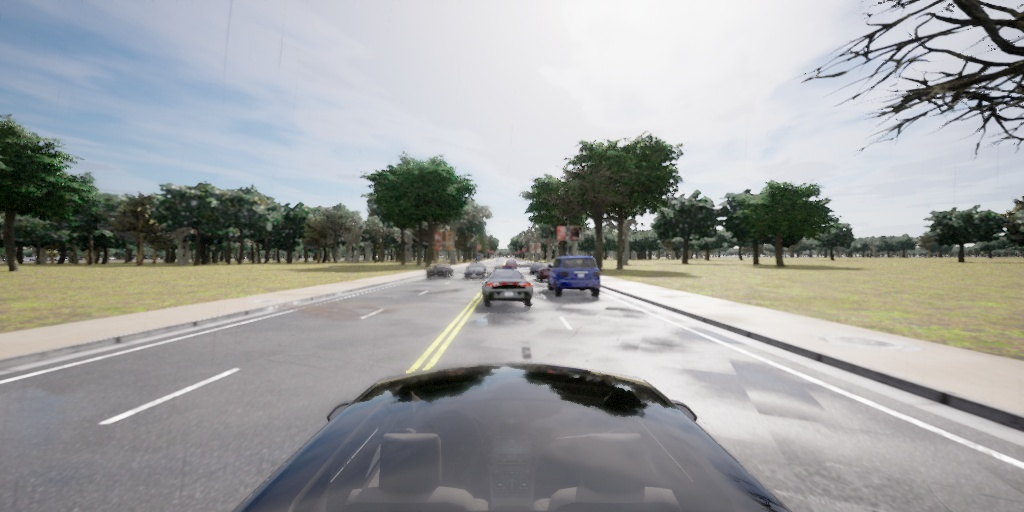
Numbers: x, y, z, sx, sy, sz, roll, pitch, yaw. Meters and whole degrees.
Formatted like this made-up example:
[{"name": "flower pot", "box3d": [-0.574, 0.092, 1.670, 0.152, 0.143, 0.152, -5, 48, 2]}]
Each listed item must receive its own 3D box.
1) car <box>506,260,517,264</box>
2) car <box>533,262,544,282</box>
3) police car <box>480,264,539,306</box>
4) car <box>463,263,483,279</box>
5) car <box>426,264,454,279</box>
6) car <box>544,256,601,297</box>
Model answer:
[{"name": "car", "box3d": [-0.092, 1.481, 60.349, 1.994, 1.385, 4.181, 0, 0, 0]}, {"name": "car", "box3d": [3.210, 1.337, 30.461, 2.163, 1.488, 4.792, 0, 0, 0]}, {"name": "police car", "box3d": [-0.277, 1.294, 16.117, 2.038, 1.542, 4.974, 0, 0, -4]}, {"name": "car", "box3d": [-3.400, 1.370, 34.367, 1.812, 1.442, 4.674, 0, 0, 0]}, {"name": "car", "box3d": [-6.649, 1.442, 33.446, 1.895, 1.301, 4.718, 0, 0, 0]}, {"name": "car", "box3d": [3.235, 1.022, 19.456, 2.150, 2.045, 5.566, 0, 0, 0]}]
